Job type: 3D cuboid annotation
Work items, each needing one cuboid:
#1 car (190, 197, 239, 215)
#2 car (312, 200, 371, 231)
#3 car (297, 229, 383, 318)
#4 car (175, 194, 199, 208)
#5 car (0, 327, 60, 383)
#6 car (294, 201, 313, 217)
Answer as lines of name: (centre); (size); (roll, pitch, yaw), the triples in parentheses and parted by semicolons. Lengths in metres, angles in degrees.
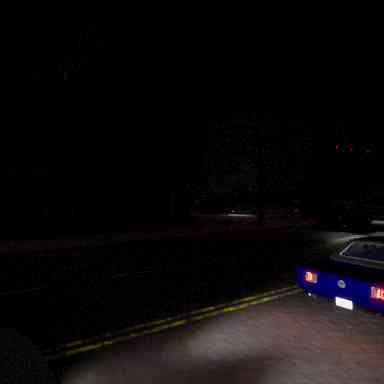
car: (2.484, 1.547, 34.814); (2.033, 1.411, 5.357); (0, 0, -36)
car: (9.260, 1.478, 20.598); (1.882, 1.535, 5.008); (2, 0, 6)
car: (4.403, 1.601, 6.911); (4.718, 1.301, 1.895); (0, 0, -35)
car: (-0.179, 1.224, 44.549); (2.150, 2.045, 5.566); (0, 0, -35)
car: (-3.079, 1.601, 1.556); (4.718, 1.301, 1.895); (0, 0, -35)
car: (11.208, 1.491, 28.714); (2.128, 1.511, 4.902); (0, 0, -36)
